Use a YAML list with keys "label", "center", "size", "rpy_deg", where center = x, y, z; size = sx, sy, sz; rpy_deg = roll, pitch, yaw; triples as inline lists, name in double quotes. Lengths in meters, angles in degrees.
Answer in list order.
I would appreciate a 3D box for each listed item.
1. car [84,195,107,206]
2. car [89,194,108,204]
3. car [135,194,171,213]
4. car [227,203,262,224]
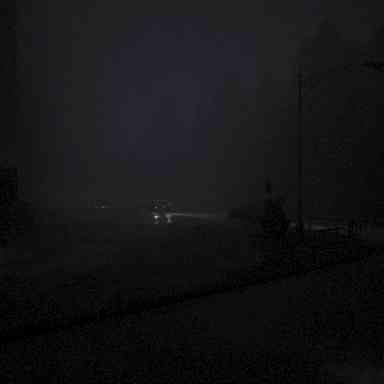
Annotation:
- label: "car"
  center: [-15.825, 1.547, 53.811]
  size: [2.033, 1.411, 5.357]
  rpy_deg: [0, 0, -36]
- label: "car"
  center: [-18.068, 1.352, 63.976]
  size: [2.097, 1.767, 4.553]
  rpy_deg: [0, 0, -35]
- label: "car"
  center: [-4.547, 1.220, 37.916]
  size: [2.150, 2.045, 5.566]
  rpy_deg: [0, 0, -36]
- label: "car"
  center: [4.582, 1.564, 25.181]
  size: [1.994, 1.385, 4.181]
  rpy_deg: [0, 0, -35]
